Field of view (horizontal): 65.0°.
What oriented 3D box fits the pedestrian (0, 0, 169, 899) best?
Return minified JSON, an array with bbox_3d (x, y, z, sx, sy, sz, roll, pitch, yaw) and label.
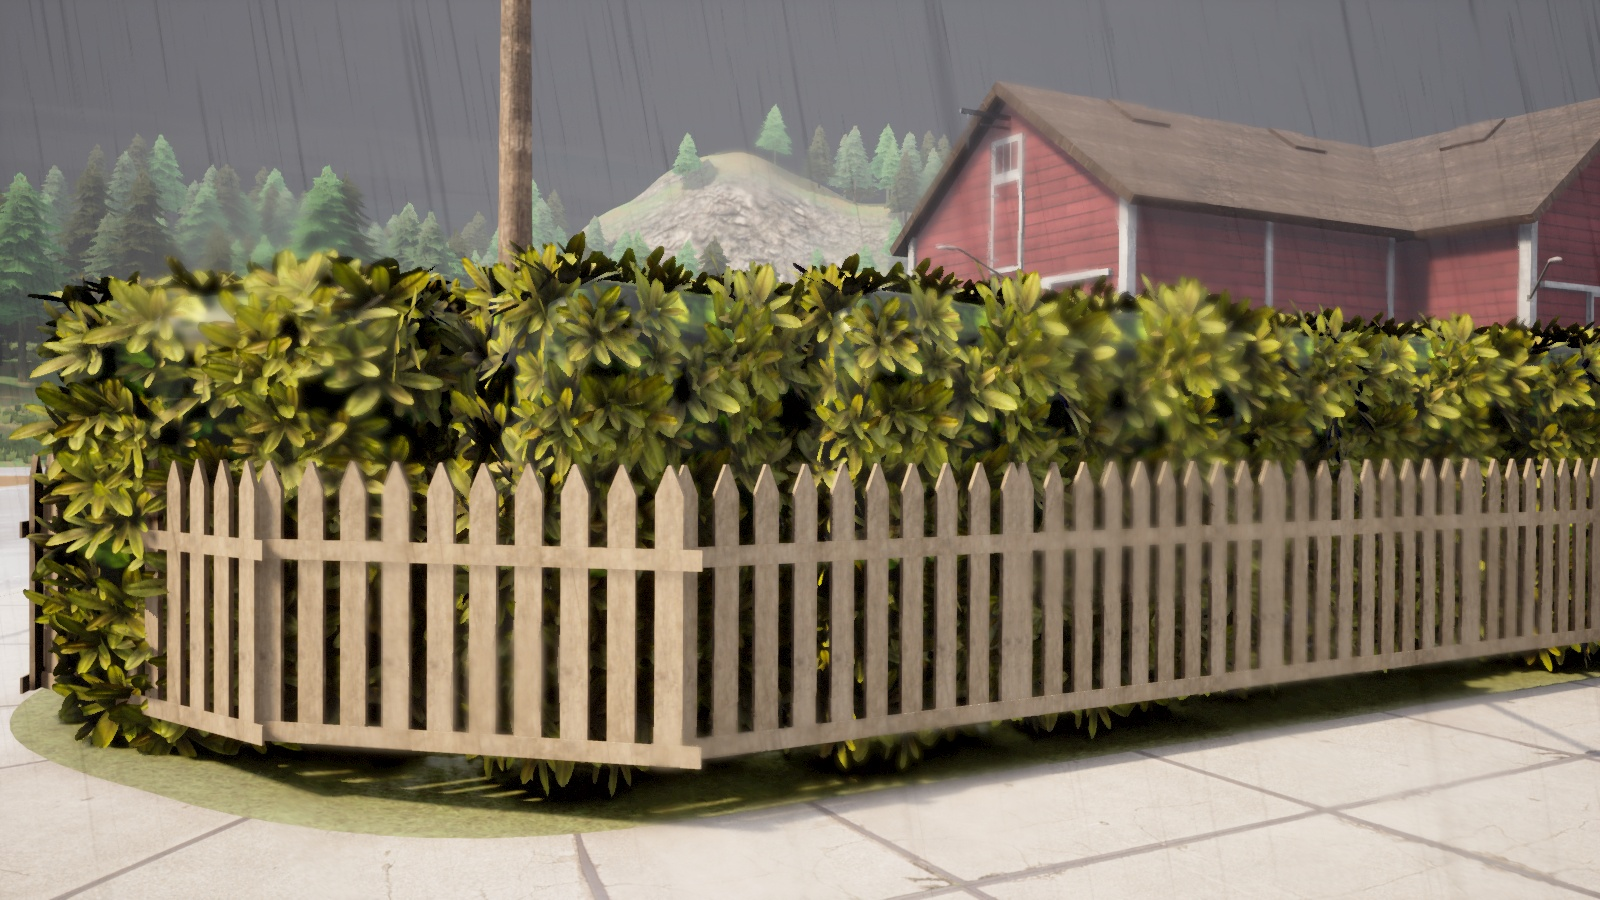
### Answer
[{"bbox_3d":[-0.938,0.594,0.746,0.900,1.855,0.874,-1,1,-35],"label":"pedestrian"}]
